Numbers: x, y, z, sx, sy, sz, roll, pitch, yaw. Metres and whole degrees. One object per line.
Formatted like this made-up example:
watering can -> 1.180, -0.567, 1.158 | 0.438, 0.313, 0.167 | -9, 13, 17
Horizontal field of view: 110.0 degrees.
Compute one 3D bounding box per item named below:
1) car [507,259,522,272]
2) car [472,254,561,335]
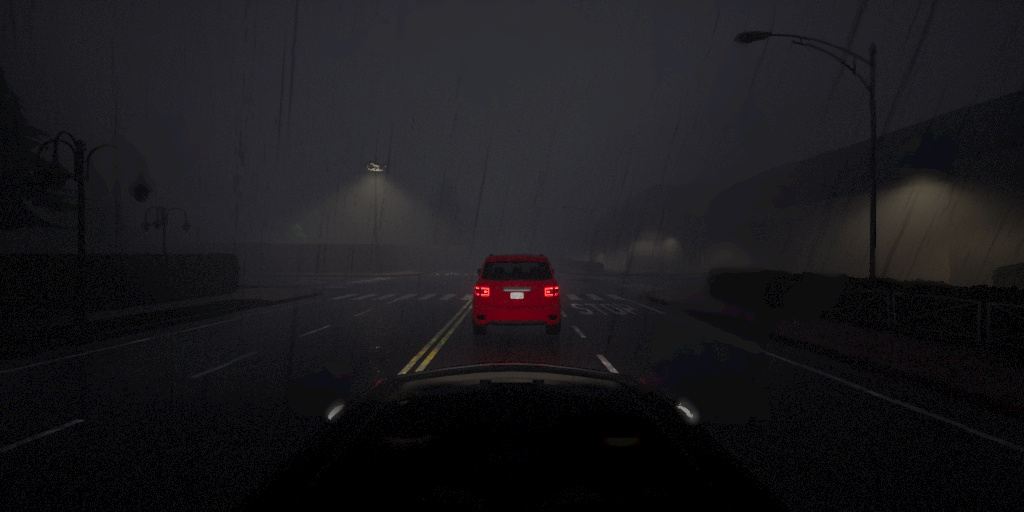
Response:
car -> 0.348, 1.228, 46.357 | 1.882, 1.535, 5.008 | 0, 0, 1
car -> 0.117, 0.971, 10.625 | 2.150, 2.045, 5.566 | 0, 0, 0
